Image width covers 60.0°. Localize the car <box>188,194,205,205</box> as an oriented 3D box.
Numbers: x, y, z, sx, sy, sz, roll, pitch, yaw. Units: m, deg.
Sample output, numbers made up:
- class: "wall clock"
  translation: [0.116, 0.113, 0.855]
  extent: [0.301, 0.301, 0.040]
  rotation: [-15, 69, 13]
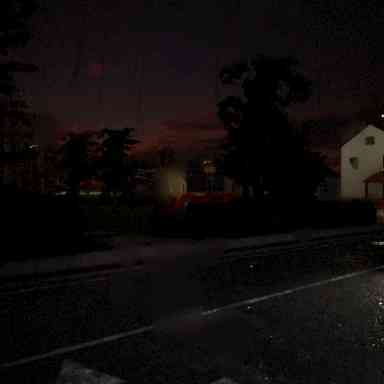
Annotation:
- class: "car"
  translation: [1.587, 1.376, 57.083]
  extent: [2.150, 2.045, 5.566]
  rotation: [0, 0, -35]
